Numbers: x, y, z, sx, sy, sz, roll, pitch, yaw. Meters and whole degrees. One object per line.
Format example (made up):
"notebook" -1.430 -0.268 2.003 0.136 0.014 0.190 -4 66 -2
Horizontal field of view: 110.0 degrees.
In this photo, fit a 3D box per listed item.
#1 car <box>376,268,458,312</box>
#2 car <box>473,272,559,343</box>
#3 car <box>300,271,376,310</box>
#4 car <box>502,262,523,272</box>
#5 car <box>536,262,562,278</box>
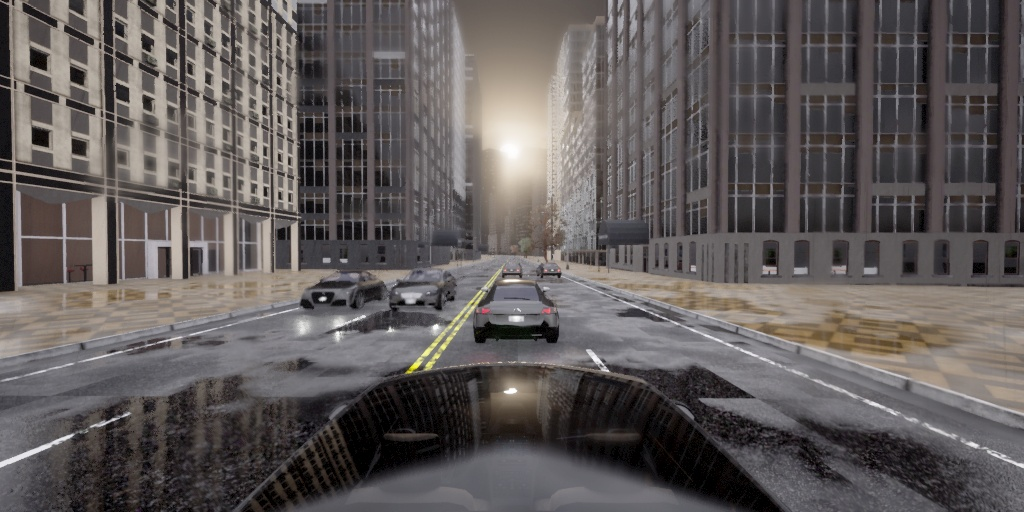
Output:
"car" -3.356 1.237 14.329 2.128 1.511 4.902 0 0 0
"car" 0.096 1.312 9.673 1.994 1.385 4.181 0 0 0
"car" -6.607 1.309 14.510 1.994 1.385 4.181 0 0 0
"car" 0.065 1.280 33.642 2.033 1.411 5.357 0 0 2
"car" 3.356 1.280 33.291 2.033 1.411 5.357 0 0 -2
